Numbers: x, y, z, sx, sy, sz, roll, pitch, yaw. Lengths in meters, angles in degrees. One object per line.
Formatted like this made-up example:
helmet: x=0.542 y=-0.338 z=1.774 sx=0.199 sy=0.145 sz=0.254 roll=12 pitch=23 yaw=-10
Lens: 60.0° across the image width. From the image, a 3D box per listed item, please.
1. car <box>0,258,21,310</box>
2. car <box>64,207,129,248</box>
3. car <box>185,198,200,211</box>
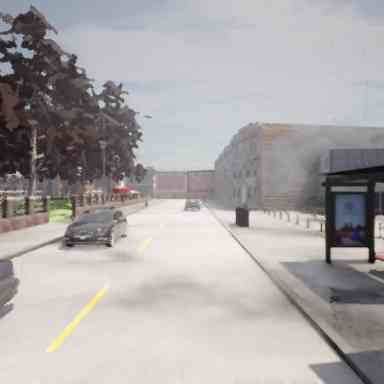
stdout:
car: x=-4.100 y=1.542 z=3.841 sx=2.033 sy=1.411 sz=5.357 roll=0 pitch=0 yaw=0
car: x=-4.077 y=1.484 z=14.860 sx=1.837 sy=1.490 sz=4.892 roll=0 pitch=0 yaw=0
car: x=0.062 y=1.489 z=40.596 sx=2.033 sy=1.411 sz=5.357 roll=0 pitch=0 yaw=0
